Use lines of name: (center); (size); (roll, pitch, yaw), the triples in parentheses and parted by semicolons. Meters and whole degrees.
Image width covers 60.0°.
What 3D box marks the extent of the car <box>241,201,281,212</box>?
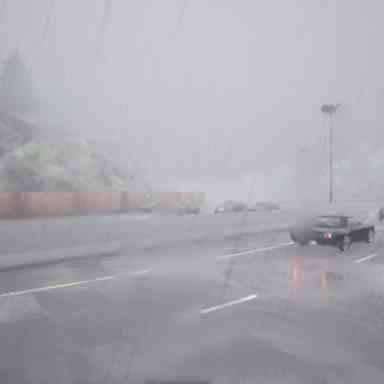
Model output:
car: (6.991, 1.630, 32.116); (2.033, 1.411, 5.357); (0, 0, 33)

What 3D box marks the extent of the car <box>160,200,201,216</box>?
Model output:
car: (-0.845, 1.665, 33.190); (1.994, 1.385, 4.181); (0, 0, 35)

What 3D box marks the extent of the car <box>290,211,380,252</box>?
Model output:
car: (6.152, 1.631, 14.179); (1.895, 1.301, 4.718); (0, 0, 45)

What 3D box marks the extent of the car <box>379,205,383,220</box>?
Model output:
car: (17.142, 1.614, 28.410); (1.994, 1.385, 4.181); (0, 0, 32)

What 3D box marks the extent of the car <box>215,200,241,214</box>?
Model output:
car: (4.083, 1.585, 34.180); (2.128, 1.511, 4.902); (0, 0, 32)

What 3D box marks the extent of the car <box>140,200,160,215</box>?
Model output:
car: (-3.451, 1.591, 35.501); (1.882, 1.535, 5.008); (0, 0, 35)
